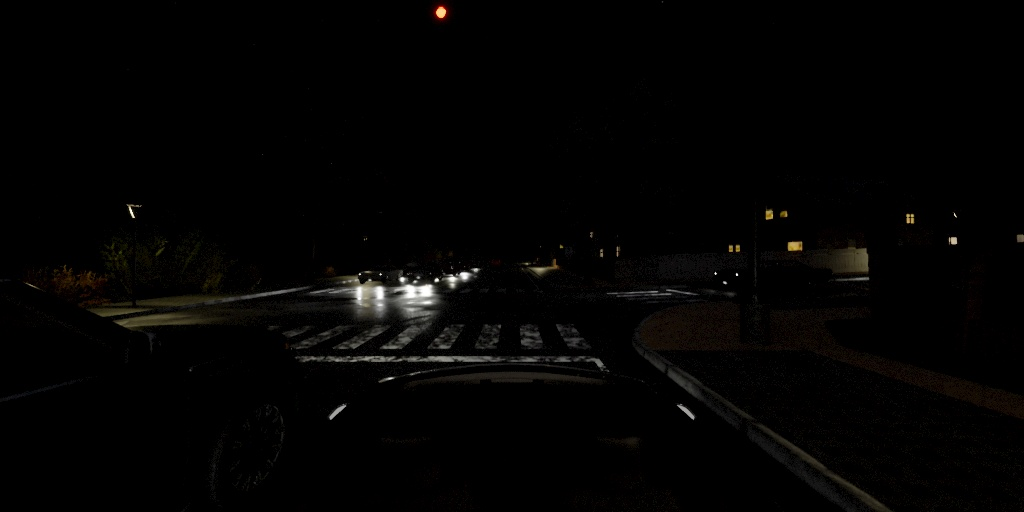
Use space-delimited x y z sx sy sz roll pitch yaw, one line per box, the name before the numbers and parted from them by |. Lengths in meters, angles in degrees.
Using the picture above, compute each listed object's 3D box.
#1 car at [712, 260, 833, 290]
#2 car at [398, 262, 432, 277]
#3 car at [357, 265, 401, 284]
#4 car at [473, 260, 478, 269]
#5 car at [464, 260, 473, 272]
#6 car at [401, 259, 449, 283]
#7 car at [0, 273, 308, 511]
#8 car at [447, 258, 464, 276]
car | 12.014 0.852 16.769 4.718 1.301 1.895 -2 -1 -5
car | -9.846 1.315 36.713 2.033 1.411 5.357 0 0 0
car | -9.848 1.361 27.061 1.895 1.301 4.718 0 0 0
car | -6.537 1.318 58.284 1.812 1.442 4.674 0 0 1
car | -6.586 1.378 46.599 1.895 1.301 4.718 0 0 0
car | -6.597 1.252 27.722 2.128 1.511 4.902 0 0 0
car | -3.159 0.971 1.198 2.150 2.045 5.566 0 0 2
car | -6.591 1.120 36.862 2.097 1.767 4.553 0 0 0
